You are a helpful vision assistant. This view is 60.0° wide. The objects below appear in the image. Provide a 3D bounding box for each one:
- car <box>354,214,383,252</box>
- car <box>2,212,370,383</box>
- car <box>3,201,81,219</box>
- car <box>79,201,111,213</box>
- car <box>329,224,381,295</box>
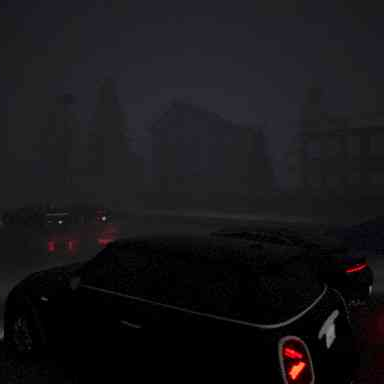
[{"bbox_3d":[6.948,1.518,11.934,4.674,1.442,1.812,0,0,36],"label":"car"},{"bbox_3d":[-0.444,1.335,4.310,4.553,1.767,2.097,0,0,36],"label":"car"},{"bbox_3d":[-8.920,1.378,18.957,4.902,1.511,2.128,0,0,36],"label":"car"},{"bbox_3d":[-7.485,1.386,22.233,4.892,1.490,1.837,0,0,36],"label":"car"},{"bbox_3d":[1.245,1.485,7.405,4.892,1.490,1.837,0,0,36],"label":"car"}]
